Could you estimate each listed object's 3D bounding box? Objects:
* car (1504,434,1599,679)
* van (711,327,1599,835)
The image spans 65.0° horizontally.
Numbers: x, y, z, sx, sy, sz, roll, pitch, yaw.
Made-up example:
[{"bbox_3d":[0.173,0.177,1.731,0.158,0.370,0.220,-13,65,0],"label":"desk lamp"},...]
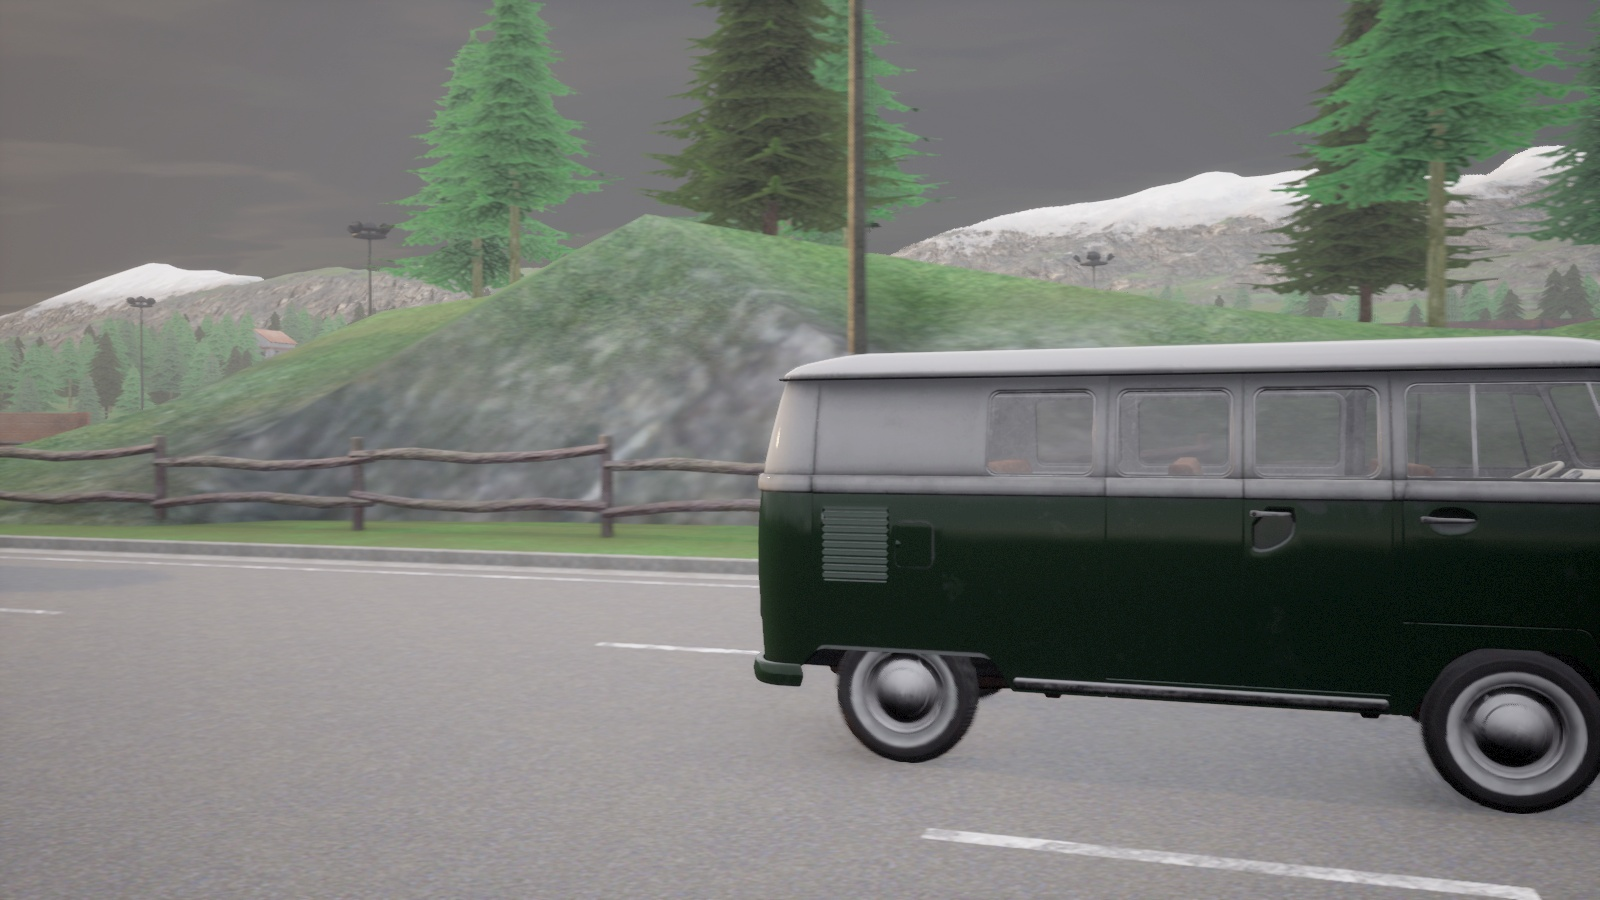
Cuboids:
[{"bbox_3d":[7.317,0.673,8.115,4.514,1.525,2.007,1,1,19],"label":"car"},{"bbox_3d":[1.962,0.486,6.222,4.442,1.987,1.775,1,1,19],"label":"van"}]
